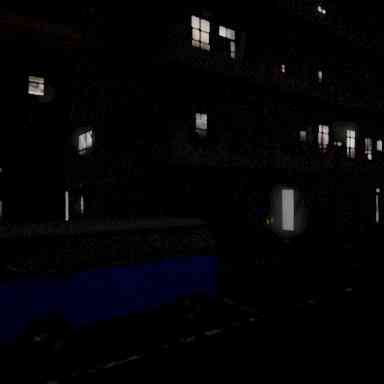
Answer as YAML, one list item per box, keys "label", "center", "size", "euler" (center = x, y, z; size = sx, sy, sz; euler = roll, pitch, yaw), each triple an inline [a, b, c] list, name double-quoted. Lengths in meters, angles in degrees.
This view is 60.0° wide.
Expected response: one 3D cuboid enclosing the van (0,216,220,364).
- label: "van"
  center: [-1.411, 1.340, 5.559]
  size: [3.998, 1.788, 1.690]
  euler: [0, 0, -35]
